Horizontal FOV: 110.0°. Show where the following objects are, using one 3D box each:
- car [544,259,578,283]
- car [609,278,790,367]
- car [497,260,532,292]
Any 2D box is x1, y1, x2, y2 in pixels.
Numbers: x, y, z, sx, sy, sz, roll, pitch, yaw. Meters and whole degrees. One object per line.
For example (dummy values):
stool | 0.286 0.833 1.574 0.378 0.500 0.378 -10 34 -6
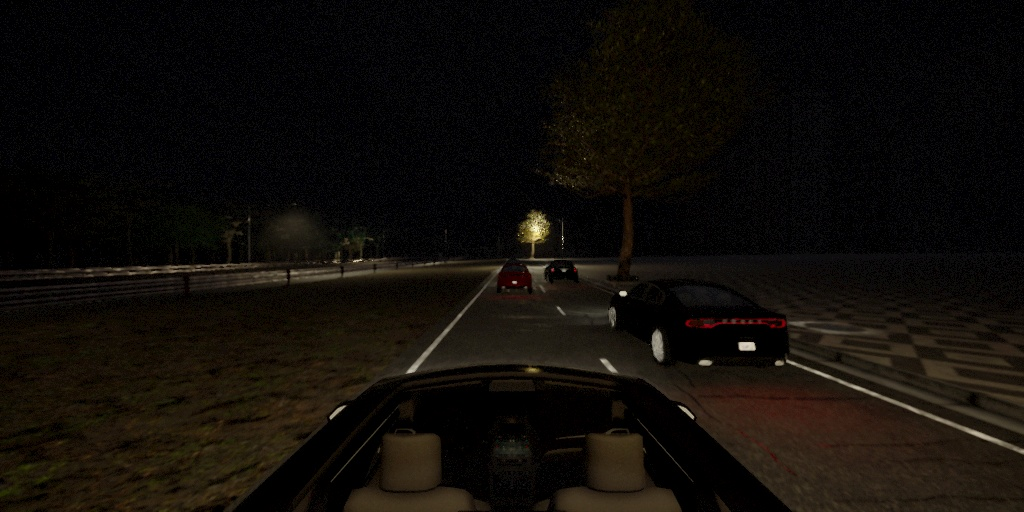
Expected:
car | 3.664 1.041 27.340 2.097 1.767 4.553 0 0 0
car | 3.613 1.230 7.978 1.882 1.535 5.008 0 0 0
car | 0.145 1.188 20.922 1.882 1.535 5.008 0 0 0
